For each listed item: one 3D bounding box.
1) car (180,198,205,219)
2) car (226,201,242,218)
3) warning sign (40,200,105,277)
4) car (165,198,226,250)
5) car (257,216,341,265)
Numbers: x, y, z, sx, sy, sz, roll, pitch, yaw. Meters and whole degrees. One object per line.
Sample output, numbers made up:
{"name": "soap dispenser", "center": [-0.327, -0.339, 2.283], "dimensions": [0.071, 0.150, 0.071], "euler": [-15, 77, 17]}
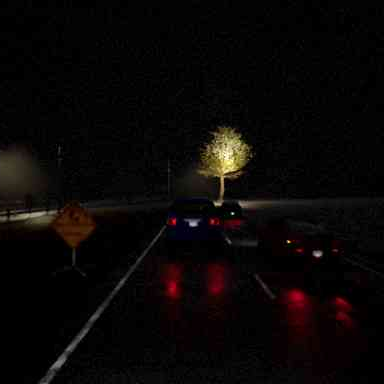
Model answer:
{"name": "car", "center": [0.029, 1.454, 30.699], "dimensions": [2.097, 1.767, 4.553], "euler": [0, 0, 0]}
{"name": "car", "center": [3.531, 1.608, 31.224], "dimensions": [1.837, 1.490, 4.892], "euler": [0, 0, 0]}
{"name": "warning sign", "center": [-3.061, 1.144, 8.666], "dimensions": [1.300, 1.860, 1.060], "euler": [0, 0, 0]}
{"name": "car", "center": [0.049, 1.270, 14.731], "dimensions": [2.150, 2.045, 5.566], "euler": [0, 0, 0]}
{"name": "car", "center": [3.550, 1.565, 11.686], "dimensions": [1.812, 1.442, 4.674], "euler": [0, 0, 0]}
